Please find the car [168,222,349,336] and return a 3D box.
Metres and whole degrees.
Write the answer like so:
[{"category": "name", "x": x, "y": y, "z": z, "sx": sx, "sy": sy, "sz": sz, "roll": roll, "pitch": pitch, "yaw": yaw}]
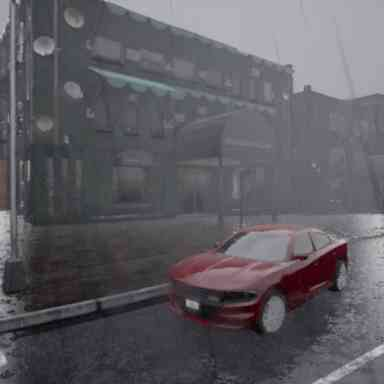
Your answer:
[{"category": "car", "x": 1.678, "y": 1.454, "z": 6.952, "sx": 1.882, "sy": 1.535, "sz": 5.008, "roll": 0, "pitch": 0, "yaw": 42}]
